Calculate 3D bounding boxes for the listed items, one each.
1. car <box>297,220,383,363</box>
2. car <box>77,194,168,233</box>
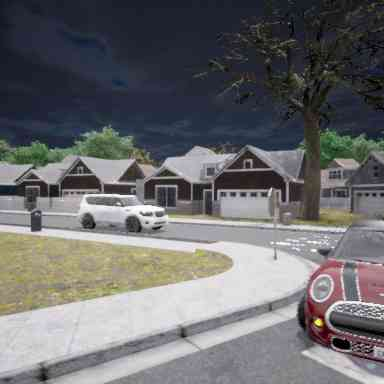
[{"bbox_3d":[3.480,1.356,5.922,2.097,1.767,4.553,-1,0,31],"label":"car"},{"bbox_3d":[-4.034,1.143,18.932,5.566,2.045,2.150,0,0,30],"label":"car"}]
